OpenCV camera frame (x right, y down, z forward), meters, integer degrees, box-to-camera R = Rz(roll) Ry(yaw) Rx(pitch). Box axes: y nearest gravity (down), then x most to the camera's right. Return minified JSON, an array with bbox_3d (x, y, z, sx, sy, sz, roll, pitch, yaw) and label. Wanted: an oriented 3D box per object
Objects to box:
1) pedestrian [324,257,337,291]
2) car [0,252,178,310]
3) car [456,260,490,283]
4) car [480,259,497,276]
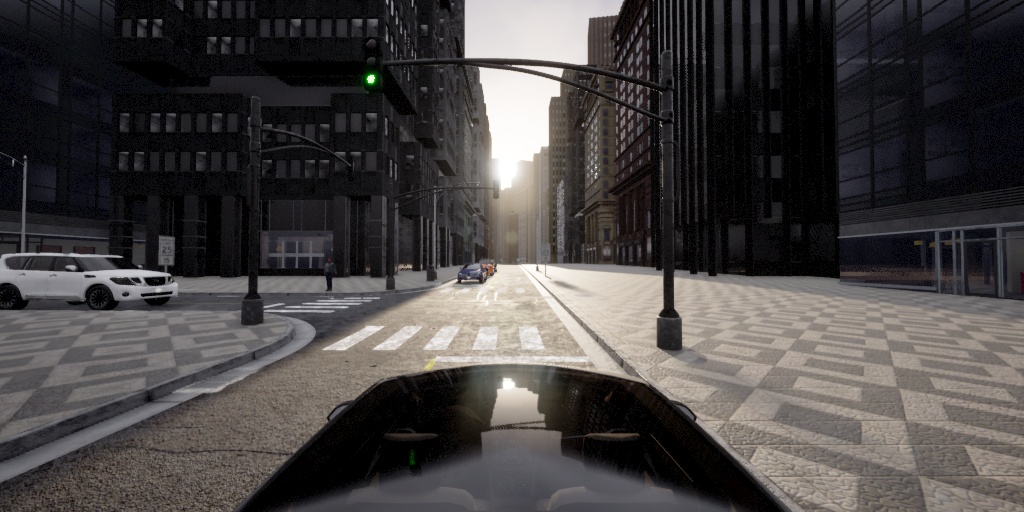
[{"bbox_3d":[-9.971,0.975,19.591,0.375,1.860,0.375,0,-1,0],"label":"pedestrian"},{"bbox_3d":[-15.880,0.908,13.399,5.566,2.045,2.150,0,-1,2],"label":"car"},{"bbox_3d":[-3.048,1.290,28.234,1.812,1.442,4.674,0,0,2],"label":"car"},{"bbox_3d":[-3.024,1.139,38.239,2.097,1.767,4.553,0,0,0],"label":"car"}]
